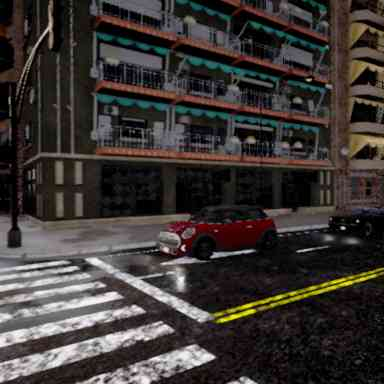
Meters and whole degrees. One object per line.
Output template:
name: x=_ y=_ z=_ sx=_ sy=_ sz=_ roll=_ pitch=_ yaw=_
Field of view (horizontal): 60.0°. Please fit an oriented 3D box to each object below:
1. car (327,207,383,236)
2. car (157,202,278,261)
car: x=9.391 y=1.473 z=17.789 sx=4.718 sy=1.301 sz=1.895 roll=0 pitch=0 yaw=-33
car: x=0.999 y=1.290 z=12.200 sx=4.553 sy=1.767 sz=2.097 roll=0 pitch=0 yaw=-34
